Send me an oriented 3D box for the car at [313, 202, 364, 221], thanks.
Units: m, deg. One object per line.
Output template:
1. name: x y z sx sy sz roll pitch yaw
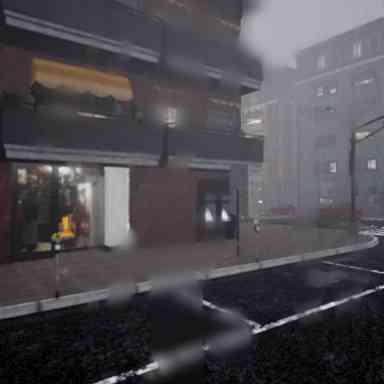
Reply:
1. car: 12.813 1.616 29.484 1.967 1.590 4.097 -1 0 -35

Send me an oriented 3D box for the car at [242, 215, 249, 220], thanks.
1. car: 3.181 1.677 29.478 1.967 1.590 4.097 -1 0 -35

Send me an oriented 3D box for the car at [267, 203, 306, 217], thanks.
1. car: 9.625 1.826 34.024 1.802 1.307 4.206 -1 0 -35
